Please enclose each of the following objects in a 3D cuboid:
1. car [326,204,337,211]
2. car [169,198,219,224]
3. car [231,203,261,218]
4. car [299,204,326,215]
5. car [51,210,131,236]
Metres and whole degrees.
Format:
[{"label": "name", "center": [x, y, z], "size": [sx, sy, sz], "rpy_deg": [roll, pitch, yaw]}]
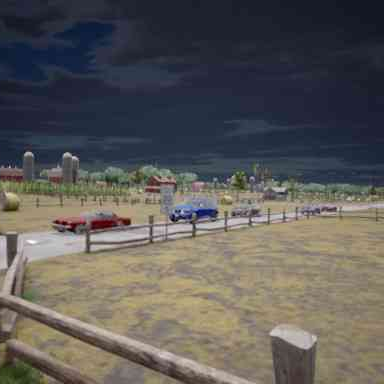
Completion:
[{"label": "car", "center": [23.034, 2.683, 55.870], "size": [1.895, 1.301, 4.718], "rpy_deg": [2, 0, 36]}, {"label": "car", "center": [0.310, 1.596, 29.026], "size": [2.150, 2.045, 5.566], "rpy_deg": [2, 0, 34]}, {"label": "car", "center": [6.094, 2.050, 37.158], "size": [1.837, 1.490, 4.892], "rpy_deg": [2, 0, 36]}, {"label": "car", "center": [16.911, 2.436, 47.300], "size": [2.033, 1.411, 5.357], "rpy_deg": [2, 0, 36]}, {"label": "car", "center": [-6.008, 1.796, 20.207], "size": [1.895, 1.301, 4.718], "rpy_deg": [2, 0, 36]}]
